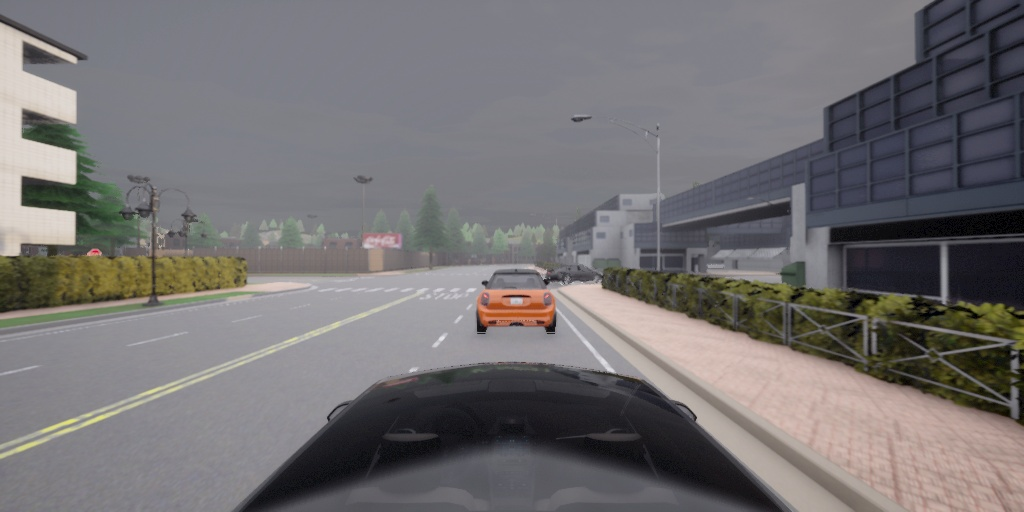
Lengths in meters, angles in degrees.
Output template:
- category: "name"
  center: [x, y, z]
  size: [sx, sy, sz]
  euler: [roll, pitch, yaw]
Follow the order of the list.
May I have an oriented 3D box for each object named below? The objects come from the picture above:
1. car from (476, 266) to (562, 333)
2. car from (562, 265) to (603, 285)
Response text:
- category: "car"
  center: [0.109, 1.170, 11.106]
  size: [2.097, 1.767, 4.553]
  euler: [0, 0, 0]
- category: "car"
  center: [5.037, 1.446, 28.145]
  size: [4.892, 1.490, 1.837]
  euler: [1, -4, -25]
